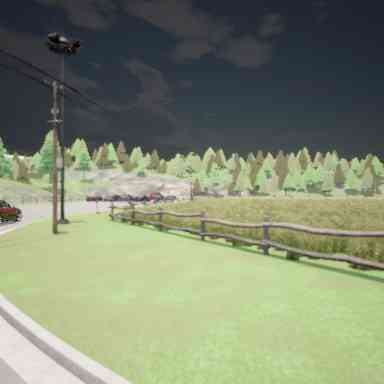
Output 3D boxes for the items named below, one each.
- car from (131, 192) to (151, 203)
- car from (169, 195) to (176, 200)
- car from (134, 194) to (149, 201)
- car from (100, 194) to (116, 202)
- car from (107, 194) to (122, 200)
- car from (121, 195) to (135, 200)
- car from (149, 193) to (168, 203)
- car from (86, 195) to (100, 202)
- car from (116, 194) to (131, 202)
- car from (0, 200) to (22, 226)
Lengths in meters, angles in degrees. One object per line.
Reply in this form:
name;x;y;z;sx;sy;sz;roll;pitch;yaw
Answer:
car;-10.337;1.381;69.254;1.882;1.535;5.008;0;0;10
car;-5.134;1.308;78.936;1.994;1.385;4.181;0;0;10
car;-12.034;1.281;80.113;2.033;1.411;5.357;0;0;10
car;-17.167;1.452;70.842;1.994;1.385;4.181;0;0;10
car;-18.934;1.205;81.291;1.882;1.535;5.008;0;0;10
car;-15.479;1.329;80.732;1.895;1.301;4.718;0;0;10
car;-6.801;1.415;69.169;1.837;1.490;4.892;0;0;10
car;-20.687;1.359;71.019;1.882;1.535;5.008;0;0;10
car;-13.698;1.253;70.360;2.097;1.767;4.553;0;0;10
car;-13.378;1.306;22.665;2.097;1.767;4.553;0;0;-8
